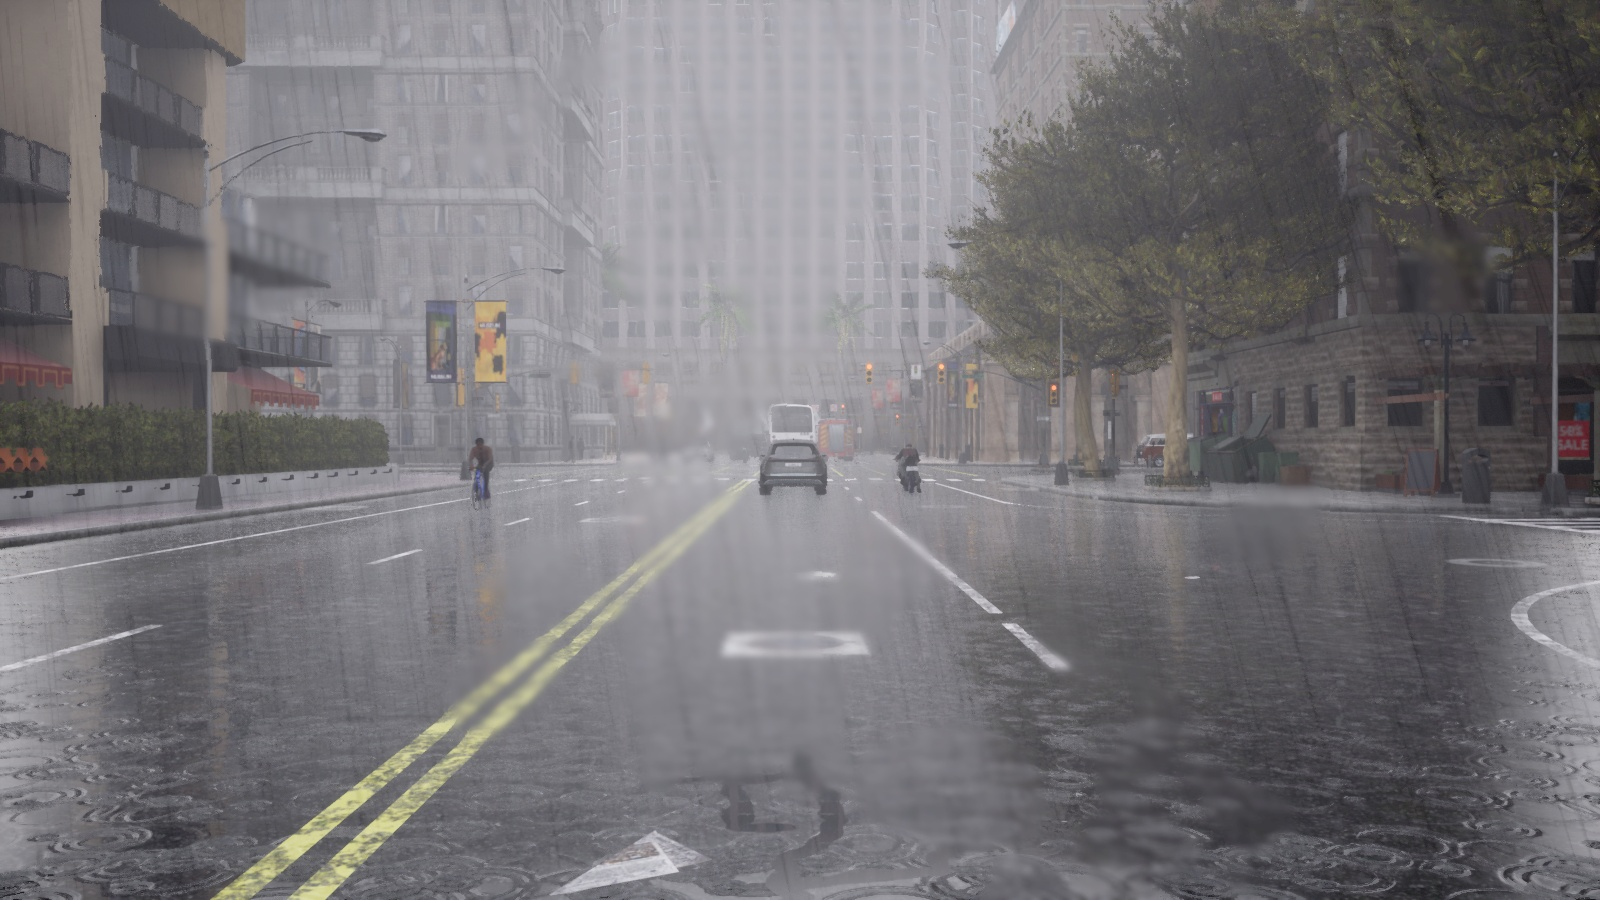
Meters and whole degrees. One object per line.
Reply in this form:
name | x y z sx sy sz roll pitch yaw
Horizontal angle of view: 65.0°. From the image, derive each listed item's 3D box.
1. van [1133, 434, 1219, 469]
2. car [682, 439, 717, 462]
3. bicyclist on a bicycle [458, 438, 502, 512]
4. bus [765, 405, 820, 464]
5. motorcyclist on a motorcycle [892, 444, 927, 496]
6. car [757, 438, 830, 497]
van | 22.090 0.071 73.871 4.480 2.038 2.069 0 0 1
car | -7.550 0.051 94.765 2.242 1.667 4.611 0 0 0
bicyclist on a bicycle | -7.139 0.535 28.073 0.582 1.620 1.656 0 1 0
bus | -0.552 -1.166 94.966 3.944 4.253 10.273 0 1 0
motorcyclist on a motorcycle | 3.298 0.569 38.045 0.866 1.530 2.191 0 0 0
car | -0.196 0.465 37.376 2.033 1.649 4.856 0 0 0
